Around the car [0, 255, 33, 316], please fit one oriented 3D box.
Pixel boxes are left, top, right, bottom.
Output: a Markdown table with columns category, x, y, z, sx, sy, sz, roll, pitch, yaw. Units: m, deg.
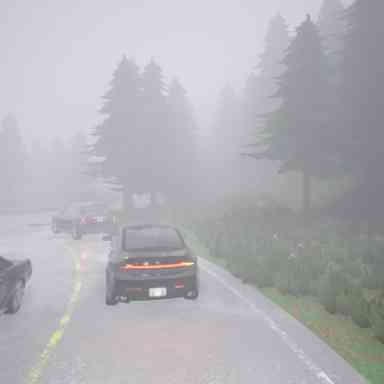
| category | x | y | z | sx | sy | sz | roll | pitch | yaw |
| --- | --- | --- | --- | --- | --- | --- | --- | --- | --- |
| car | -3.890 | 1.601 | 4.720 | 1.895 | 1.301 | 4.718 | 0 | 0 | -10 |

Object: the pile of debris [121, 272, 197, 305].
| category | x | y | z | sx | sy | sz | roll | pitch | yaw |
| --- | --- | --- | --- | --- | --- | --- | --- | --- | --- |
| pile of debris | -0.851 | 2.175 | 7.698 | 1.500 | 0.140 | 1.860 | 0 | 0 | -14 |

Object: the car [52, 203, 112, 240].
| category | x | y | z | sx | sy | sz | roll | pitch | yaw |
| --- | --- | --- | --- | --- | --- | --- | --- | --- | --- |
| car | -5.704 | 1.352 | 17.408 | 2.097 | 1.767 | 4.553 | 0 | 0 | -39 |

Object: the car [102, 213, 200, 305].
| category | x | y | z | sx | sy | sz | roll | pitch | yaw |
| --- | --- | --- | --- | --- | --- | --- | --- | --- | --- |
| car | -1.108 | 1.504 | 8.188 | 1.837 | 1.490 | 4.892 | 0 | 0 | -12 |
